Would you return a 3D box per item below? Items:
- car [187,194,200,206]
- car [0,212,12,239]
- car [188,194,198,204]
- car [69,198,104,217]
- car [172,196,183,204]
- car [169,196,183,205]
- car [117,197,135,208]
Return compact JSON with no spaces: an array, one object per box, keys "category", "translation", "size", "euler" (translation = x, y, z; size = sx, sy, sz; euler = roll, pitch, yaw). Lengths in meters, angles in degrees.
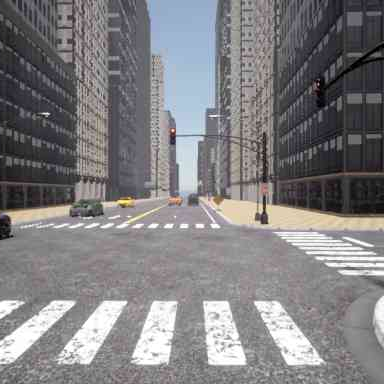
[{"category":"car","translation":[0.251,1.600,58.573],"size":[1.837,1.490,4.892],"euler":[0,0,0]},{"category":"car","translation":[-9.814,1.496,14.478],"size":[2.128,1.511,4.902],"euler":[0,0,0]},{"category":"car","translation":[0.254,1.362,70.439],"size":[2.150,2.045,5.566],"euler":[0,0,0]},{"category":"car","translation":[-9.770,1.379,31.092],"size":[2.097,1.767,4.553],"euler":[0,0,0]},{"category":"car","translation":[-2.998,1.634,70.208],"size":[2.128,1.511,4.902],"euler":[0,0,0]},{"category":"car","translation":[-2.997,1.449,59.195],"size":[2.097,1.767,4.553],"euler":[0,0,0]},{"category":"car","translation":[-9.716,1.544,49.048],"size":[1.882,1.535,5.008],"euler":[0,0,0]}]
